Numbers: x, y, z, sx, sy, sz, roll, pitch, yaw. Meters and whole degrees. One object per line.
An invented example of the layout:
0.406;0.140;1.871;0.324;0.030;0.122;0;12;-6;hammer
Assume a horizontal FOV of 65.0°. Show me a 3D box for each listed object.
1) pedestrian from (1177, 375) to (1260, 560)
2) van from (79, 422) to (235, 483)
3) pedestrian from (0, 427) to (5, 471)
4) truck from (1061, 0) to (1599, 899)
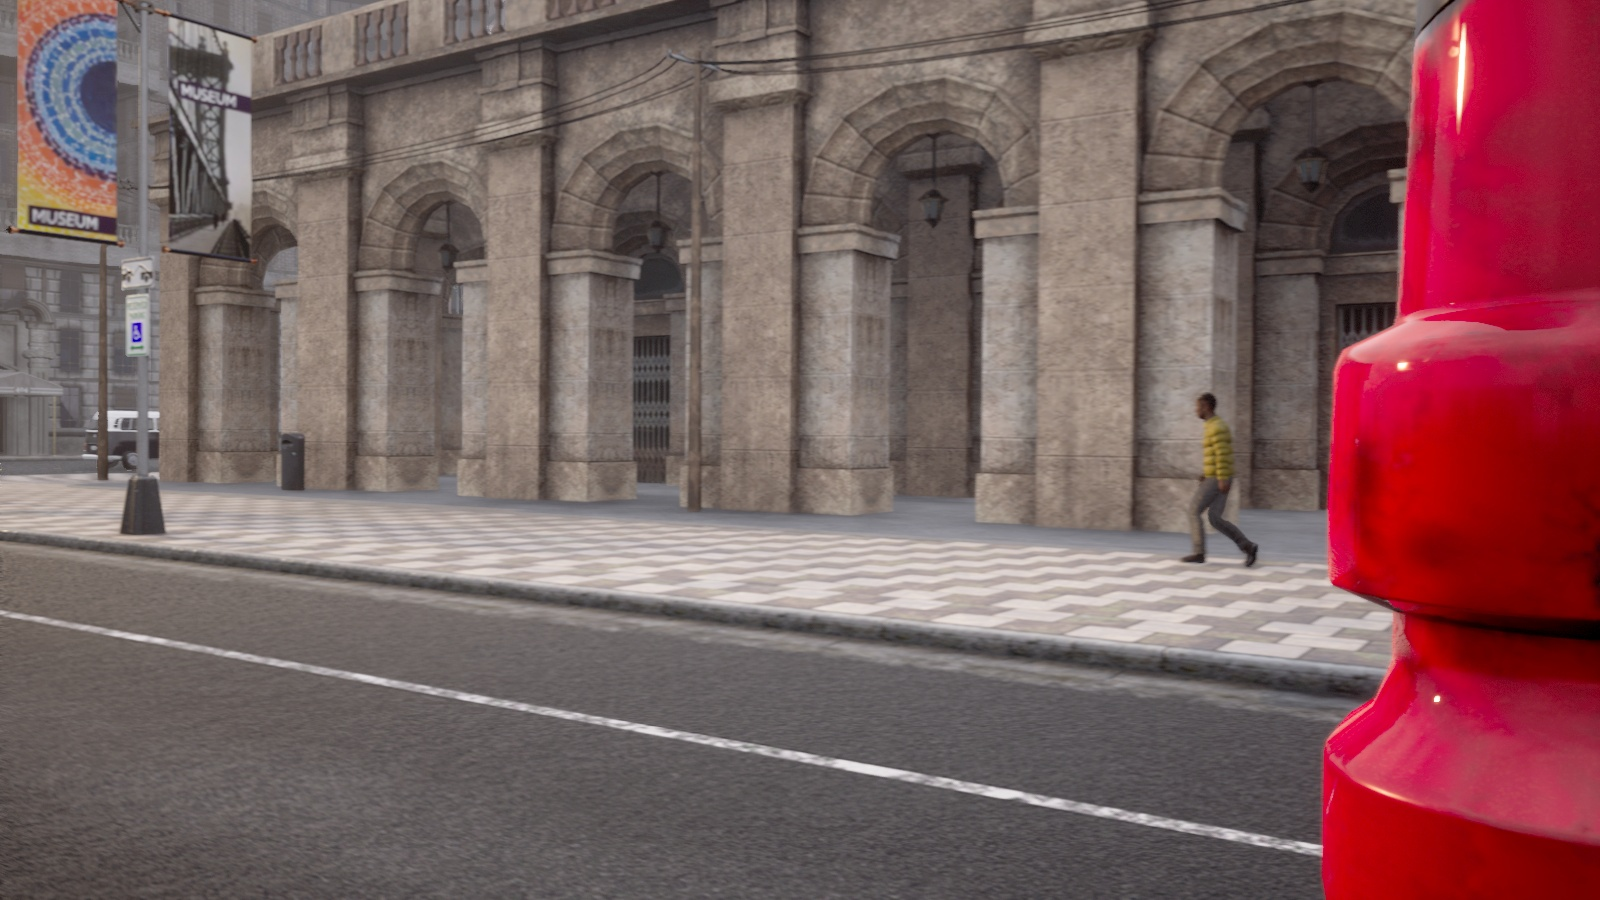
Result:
4.284;0.174;12.844;0.709;1.840;0.431;0;1;33;pedestrian
-22.810;0.053;44.730;2.069;2.038;4.480;0;1;33;van
-35.197;-0.041;54.769;0.423;1.949;0.788;0;1;37;pedestrian
4.668;-0.483;0.499;8.468;3.827;2.891;0;1;34;truck
